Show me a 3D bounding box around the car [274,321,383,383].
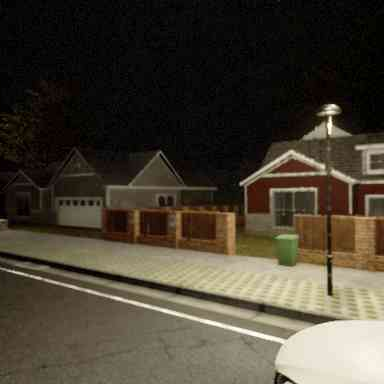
[{"bbox_3d":[2.816,1.514,1.984,4.674,1.442,1.812,-1,0,35],"label":"car"}]
